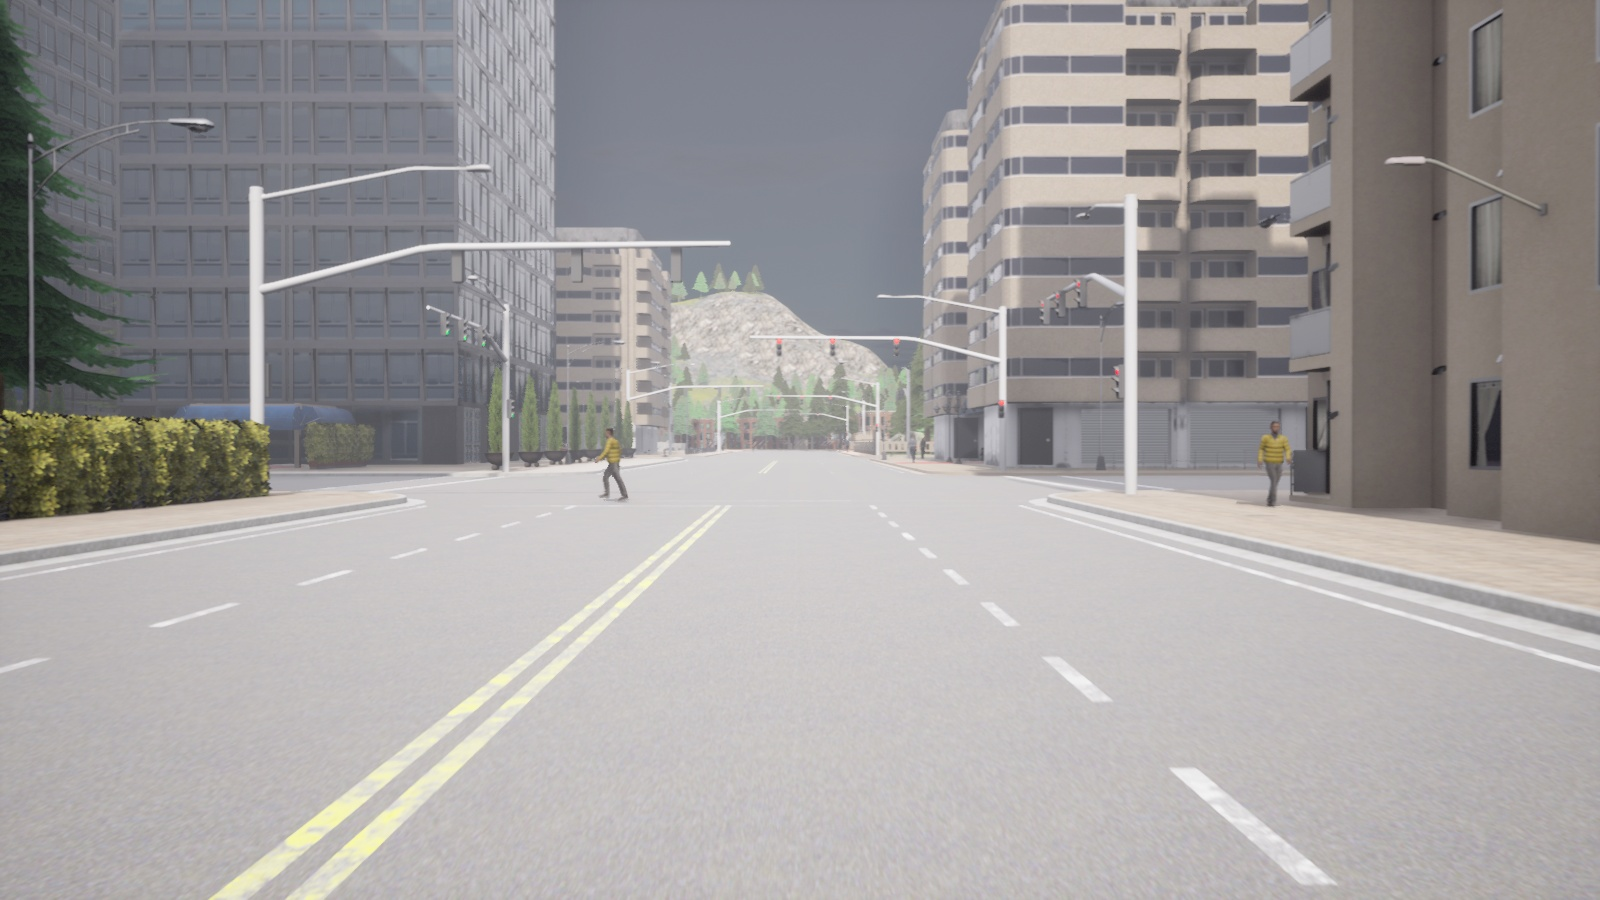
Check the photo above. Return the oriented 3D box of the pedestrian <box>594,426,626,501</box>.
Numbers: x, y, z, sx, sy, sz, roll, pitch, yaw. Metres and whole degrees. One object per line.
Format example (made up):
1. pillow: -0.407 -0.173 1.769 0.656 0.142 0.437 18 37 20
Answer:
1. pedestrian: -4.722 0.335 31.234 0.709 1.840 0.431 0 0 7

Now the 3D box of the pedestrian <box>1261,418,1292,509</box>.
1. pedestrian: 9.794 0.266 25.827 0.431 1.840 0.709 0 0 6
